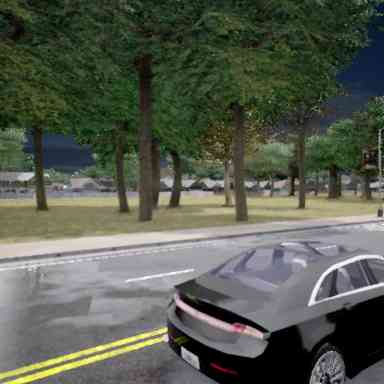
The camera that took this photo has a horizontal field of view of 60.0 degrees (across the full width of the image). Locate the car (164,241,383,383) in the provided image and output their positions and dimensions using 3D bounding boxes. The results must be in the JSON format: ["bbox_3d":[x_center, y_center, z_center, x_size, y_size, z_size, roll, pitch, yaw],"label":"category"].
[{"bbox_3d":[1.953,1.488,4.833,4.902,1.511,2.128,0,0,-35],"label":"car"}]
